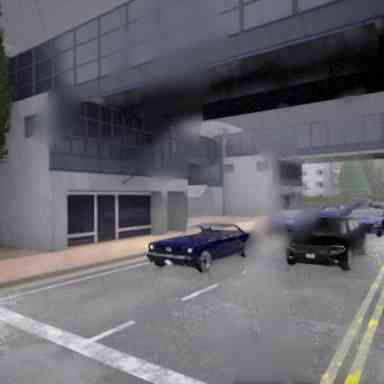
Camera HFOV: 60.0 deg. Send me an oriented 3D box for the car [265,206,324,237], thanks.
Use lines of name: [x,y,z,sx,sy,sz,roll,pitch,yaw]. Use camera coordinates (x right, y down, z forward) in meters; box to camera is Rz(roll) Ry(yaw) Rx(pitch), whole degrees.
car: [5.909,1.711,19.399,1.882,1.535,5.008,-1,-1,35]

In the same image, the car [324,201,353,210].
car: [11.654,1.764,27.680,1.882,1.535,5.008,-1,-1,35]

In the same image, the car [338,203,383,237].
car: [10.223,1.654,19.481,1.882,1.535,5.008,-1,-1,35]

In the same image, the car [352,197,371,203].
car: [20.491,1.692,40.290,2.150,2.045,5.566,-1,-1,35]

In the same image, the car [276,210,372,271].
car: [4.869,1.605,11.751,1.882,1.535,5.008,-1,-1,35]

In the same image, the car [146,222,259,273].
car: [0.562,1.786,11.671,1.895,1.301,4.718,-1,-1,35]

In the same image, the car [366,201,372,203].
car: [15.893,1.733,27.651,1.837,1.490,4.892,-1,-1,35]
